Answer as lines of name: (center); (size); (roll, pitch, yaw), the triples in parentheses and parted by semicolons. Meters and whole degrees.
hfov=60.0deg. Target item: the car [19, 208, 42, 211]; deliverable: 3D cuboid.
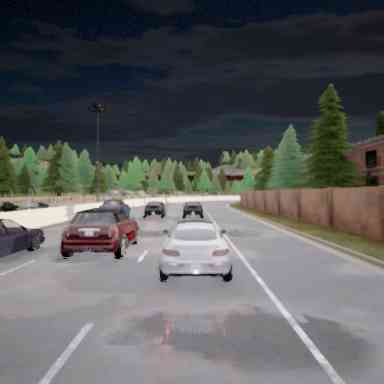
car: (-14.100, 1.626, 29.519); (1.812, 1.442, 4.674); (0, 0, 0)

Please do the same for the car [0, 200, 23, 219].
car: (-17.599, 1.581, 30.185); (1.882, 1.535, 5.008); (0, 0, 0)

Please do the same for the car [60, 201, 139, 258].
car: (-3.403, 1.397, 13.127); (2.097, 1.767, 4.553); (0, 0, 0)

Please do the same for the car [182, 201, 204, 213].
car: (0.094, 1.612, 31.678); (1.837, 1.490, 4.892); (0, 0, 0)

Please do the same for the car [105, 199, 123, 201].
car: (-6.906, 1.454, 30.142); (2.097, 1.767, 4.553); (0, 0, 0)

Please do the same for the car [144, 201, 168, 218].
car: (-3.407, 1.612, 31.584); (1.837, 1.490, 4.892); (0, 0, 0)

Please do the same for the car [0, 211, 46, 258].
car: (-6.902, 1.586, 11.175); (2.033, 1.411, 5.357); (0, 0, 0)

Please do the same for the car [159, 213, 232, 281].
car: (0.084, 1.559, 9.849); (1.812, 1.442, 4.674); (0, 0, 0)
